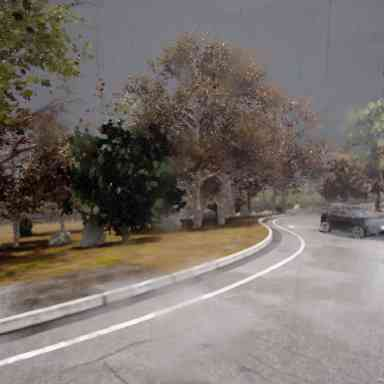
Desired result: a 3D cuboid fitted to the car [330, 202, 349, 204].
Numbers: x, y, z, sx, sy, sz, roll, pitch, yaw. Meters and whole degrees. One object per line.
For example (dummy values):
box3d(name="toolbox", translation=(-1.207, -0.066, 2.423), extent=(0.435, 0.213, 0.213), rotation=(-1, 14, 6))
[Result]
box3d(name="car", translation=(15.402, 1.859, 35.206), extent=(4.892, 1.490, 1.837), rotation=(1, -2, -34))

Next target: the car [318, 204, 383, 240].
box3d(name="car", translation=(8.908, 1.630, 18.177), extent=(2.128, 1.511, 4.902), rotation=(0, 0, -9))
